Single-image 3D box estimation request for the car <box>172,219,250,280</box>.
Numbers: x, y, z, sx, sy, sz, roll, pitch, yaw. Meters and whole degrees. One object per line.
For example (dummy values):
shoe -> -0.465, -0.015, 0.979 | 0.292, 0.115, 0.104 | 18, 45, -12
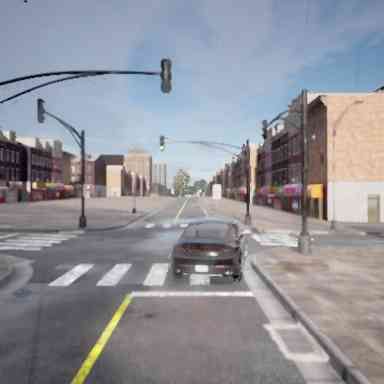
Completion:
car -> 0.711, 1.588, 10.302 | 1.837, 1.490, 4.892 | -1, 0, 11
